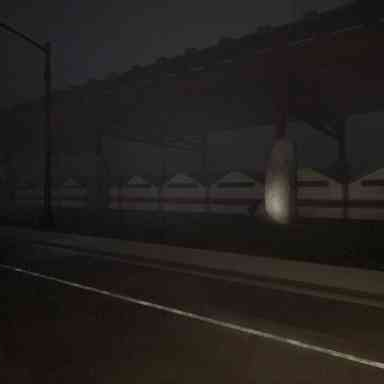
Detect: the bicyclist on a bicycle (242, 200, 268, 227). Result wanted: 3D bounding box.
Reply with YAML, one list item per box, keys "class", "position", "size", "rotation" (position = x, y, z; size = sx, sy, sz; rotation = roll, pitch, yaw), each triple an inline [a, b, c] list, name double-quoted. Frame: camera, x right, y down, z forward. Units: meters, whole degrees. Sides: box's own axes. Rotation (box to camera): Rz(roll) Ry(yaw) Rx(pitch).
- class: "bicyclist on a bicycle"
  position: [3.825, 1.302, 20.107]
  size: [1.656, 1.620, 0.582]
  rotation: [2, 0, -10]
